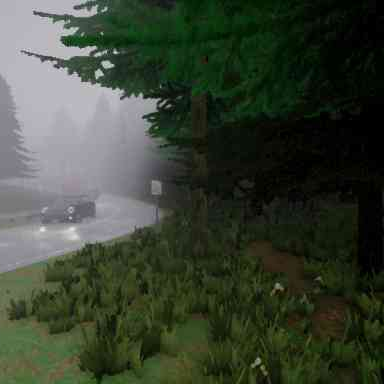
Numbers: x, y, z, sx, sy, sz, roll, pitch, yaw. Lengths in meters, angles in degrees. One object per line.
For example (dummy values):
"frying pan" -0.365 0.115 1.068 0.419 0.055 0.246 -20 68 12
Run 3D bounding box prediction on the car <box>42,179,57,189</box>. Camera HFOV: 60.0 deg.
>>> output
"car" -18.493 -0.951 45.360 4.892 1.490 1.837 6 4 38

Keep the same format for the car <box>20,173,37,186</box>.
"car" -25.830 -2.127 52.412 2.150 2.045 5.566 0 5 -30

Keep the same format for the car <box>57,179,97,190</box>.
"car" -11.972 -0.286 35.565 2.150 2.045 5.566 -1 6 -42

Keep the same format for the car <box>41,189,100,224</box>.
"car" -7.810 0.979 21.431 2.097 1.767 4.553 0 3 2
